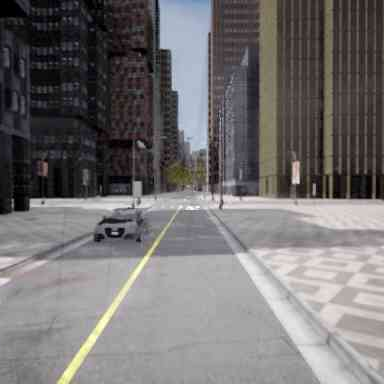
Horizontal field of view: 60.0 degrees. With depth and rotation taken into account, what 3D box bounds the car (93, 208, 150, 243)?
[{"bbox_3d":[-3.100,1.458,15.349,1.994,1.385,4.181,0,0,0],"label":"car"}]
